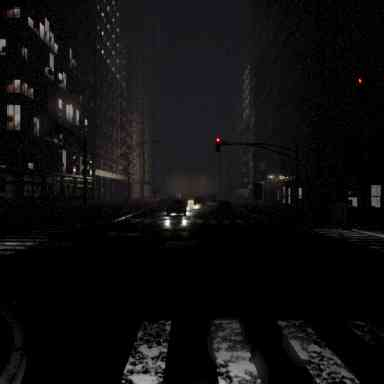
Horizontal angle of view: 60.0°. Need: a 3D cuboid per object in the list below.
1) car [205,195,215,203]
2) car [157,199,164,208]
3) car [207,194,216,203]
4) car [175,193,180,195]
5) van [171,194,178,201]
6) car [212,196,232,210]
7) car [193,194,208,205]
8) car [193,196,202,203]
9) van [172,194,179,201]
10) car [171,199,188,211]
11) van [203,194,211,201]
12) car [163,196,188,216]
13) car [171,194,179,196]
[{"bbox_3d":[3.744,1.432,69.457,1.967,1.590,4.097,0,0,0],"label":"car"},{"bbox_3d":[-4.037,1.593,47.311,1.802,1.307,4.206,0,0,0],"label":"car"},{"bbox_3d":[3.769,1.313,63.929,2.192,1.841,5.009,0,0,0],"label":"car"},{"bbox_3d":[-4.160,1.426,74.949,1.967,1.590,4.097,0,0,0],"label":"car"},{"bbox_3d":[-4.185,1.321,80.477,1.690,1.788,3.998,0,0,0],"label":"van"},{"bbox_3d":[3.917,1.579,41.820,1.947,1.339,4.313,0,0,0],"label":"car"},{"bbox_3d":[1.329,1.529,58.416,1.812,1.442,4.674,0,0,0],"label":"car"},{"bbox_3d":[1.172,1.528,73.349,2.033,1.411,5.357,0,0,0],"label":"car"},{"bbox_3d":[-4.210,1.315,86.004,1.690,1.788,3.998,0,0,0],"label":"van"},{"bbox_3d":[-1.540,1.614,42.680,1.895,1.301,4.718,0,0,0],"label":"car"},{"bbox_3d":[3.695,1.321,80.512,1.690,1.788,3.998,0,0,0],"label":"van"},{"bbox_3d":[-1.507,1.494,33.319,1.882,1.535,5.008,0,0,0],"label":"car"},{"bbox_3d":[-4.111,1.564,63.894,1.947,1.339,4.313,0,0,0],"label":"car"}]
